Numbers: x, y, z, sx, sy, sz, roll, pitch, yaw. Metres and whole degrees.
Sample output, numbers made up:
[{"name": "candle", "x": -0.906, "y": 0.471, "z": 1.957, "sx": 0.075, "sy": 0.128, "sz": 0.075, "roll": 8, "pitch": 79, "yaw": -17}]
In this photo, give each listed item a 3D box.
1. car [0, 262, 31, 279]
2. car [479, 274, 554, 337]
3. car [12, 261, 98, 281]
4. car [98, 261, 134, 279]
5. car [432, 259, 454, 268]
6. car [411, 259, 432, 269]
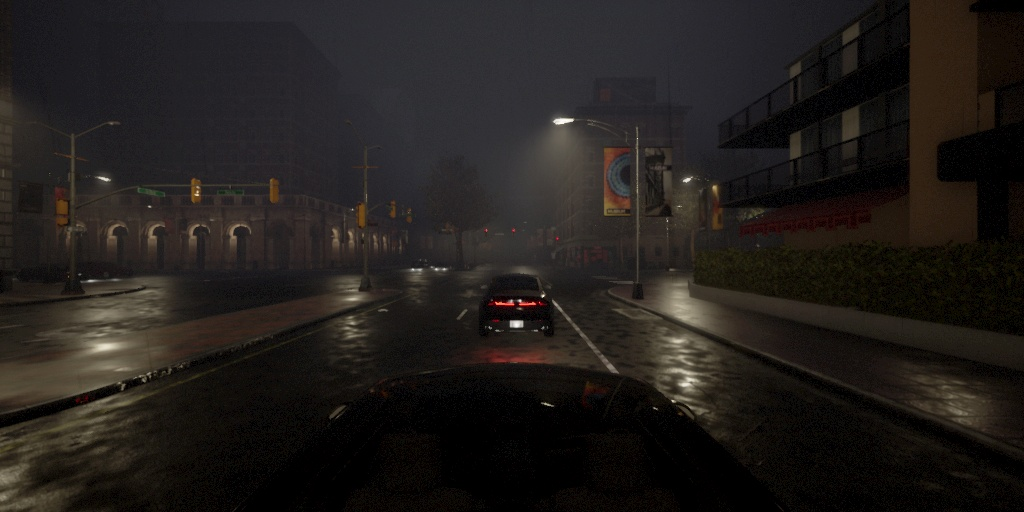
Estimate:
[{"name": "car", "x": -47.094, "y": 1.269, "z": 32.459, "sx": 4.674, "sy": 1.442, "sz": 1.812, "roll": 0, "pitch": 0, "yaw": 1}, {"name": "car", "x": 0.117, "y": 1.253, "z": 10.339, "sx": 1.837, "sy": 1.490, "sz": 4.892, "roll": 0, "pitch": 0, "yaw": 0}, {"name": "car", "x": -36.857, "y": 1.308, "z": 28.924, "sx": 4.181, "sy": 1.385, "sz": 1.994, "roll": 0, "pitch": 0, "yaw": 0}, {"name": "car", "x": -37.256, "y": 1.221, "z": 32.424, "sx": 5.008, "sy": 1.535, "sz": 1.882, "roll": 0, "pitch": 0, "yaw": 0}, {"name": "car", "x": -11.302, "y": 1.302, "z": 58.747, "sx": 1.994, "sy": 1.385, "sz": 4.181, "roll": 0, "pitch": 0, "yaw": 0}, {"name": "car", "x": -14.808, "y": 1.228, "z": 57.977, "sx": 2.128, "sy": 1.511, "sz": 4.902, "roll": 0, "pitch": 0, "yaw": 0}]
